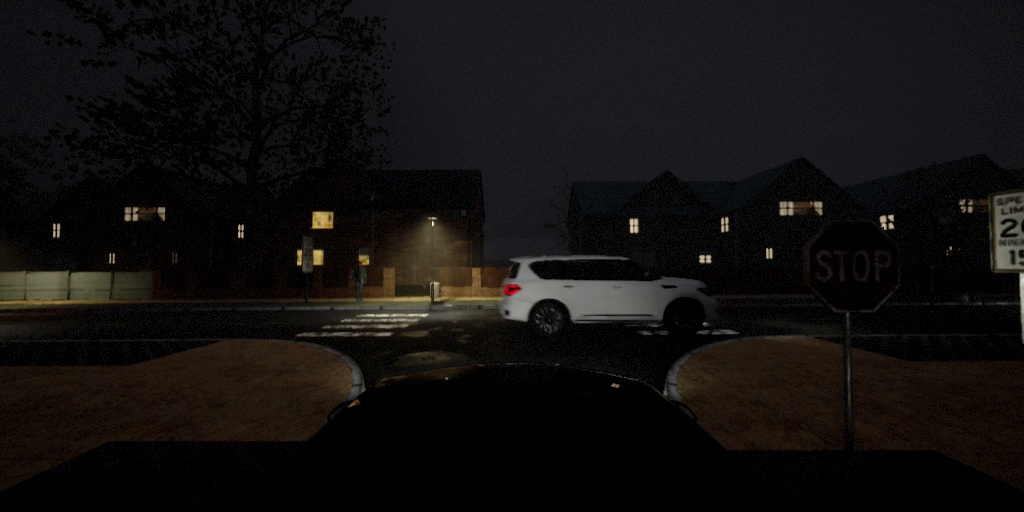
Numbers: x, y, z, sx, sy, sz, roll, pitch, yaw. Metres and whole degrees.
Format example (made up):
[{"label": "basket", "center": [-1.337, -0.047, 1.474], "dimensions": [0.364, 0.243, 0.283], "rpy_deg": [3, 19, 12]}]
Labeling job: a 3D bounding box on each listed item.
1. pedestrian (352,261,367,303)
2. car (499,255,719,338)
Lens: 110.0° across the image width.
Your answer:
[{"label": "pedestrian", "center": [-6.714, 1.123, 15.732], "dimensions": [0.375, 1.860, 0.375], "rpy_deg": [0, -1, 1]}, {"label": "car", "center": [2.440, 0.982, 9.742], "dimensions": [5.566, 2.045, 2.150], "rpy_deg": [-1, -1, 1]}]
